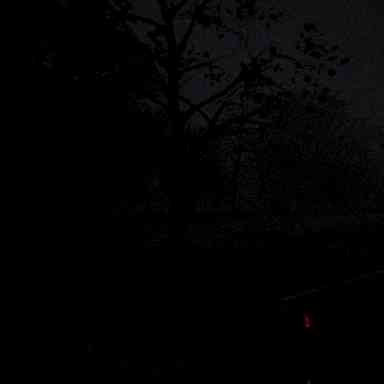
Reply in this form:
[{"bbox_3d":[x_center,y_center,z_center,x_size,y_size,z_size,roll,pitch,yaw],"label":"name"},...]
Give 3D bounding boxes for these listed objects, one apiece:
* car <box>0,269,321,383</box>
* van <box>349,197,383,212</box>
[{"bbox_3d":[-0.654,1.561,3.219,4.181,1.385,1.994,0,0,-35],"label":"car"},{"bbox_3d":[23.863,1.650,45.453,1.878,1.987,4.442,2,-1,-35],"label":"van"}]
